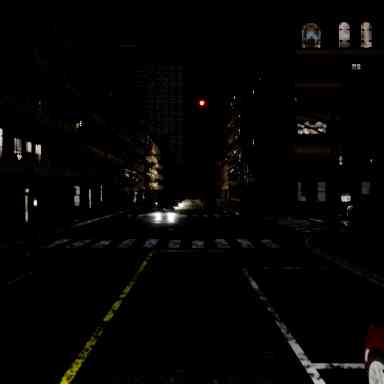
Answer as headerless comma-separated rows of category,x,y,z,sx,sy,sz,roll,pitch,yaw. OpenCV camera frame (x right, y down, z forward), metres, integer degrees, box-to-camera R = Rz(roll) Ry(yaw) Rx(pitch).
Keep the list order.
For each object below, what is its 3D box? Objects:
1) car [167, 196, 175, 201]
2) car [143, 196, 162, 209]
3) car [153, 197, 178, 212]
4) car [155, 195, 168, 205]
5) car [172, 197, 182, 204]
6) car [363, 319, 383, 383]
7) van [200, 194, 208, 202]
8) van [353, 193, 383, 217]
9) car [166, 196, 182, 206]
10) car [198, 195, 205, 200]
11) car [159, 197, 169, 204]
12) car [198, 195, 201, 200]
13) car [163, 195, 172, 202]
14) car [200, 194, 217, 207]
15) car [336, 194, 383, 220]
car,-5.611,1.632,89.507,1.802,1.307,4.206,-1,0,0
car,-5.655,1.560,45.284,2.008,1.369,4.403,0,0,0
car,-3.063,1.607,39.348,1.895,1.301,4.718,0,0,0
car,-5.640,1.462,61.867,1.967,1.590,4.097,-1,0,0
car,-2.957,1.627,66.984,1.895,1.301,4.718,0,0,1
car,2.682,1.544,1.799,1.887,1.381,4.507,0,0,0
van,2.756,1.378,78.437,1.690,1.788,3.998,-1,0,0
van,15.666,1.035,27.357,3.998,1.788,1.690,-1,1,-1
car,-3.044,1.520,51.947,1.837,1.490,4.892,0,0,0
car,2.774,1.602,95.021,1.887,1.381,4.507,-1,0,0
car,-5.633,1.608,67.395,1.802,1.307,4.206,-1,0,0
car,2.747,1.577,67.381,2.008,1.369,4.403,-1,0,0
car,-5.623,1.562,78.281,1.752,1.417,4.829,-1,0,0
car,2.730,1.454,50.798,1.967,1.590,4.097,-1,0,0
car,13.167,1.108,24.710,4.553,1.767,2.097,-1,1,-2
